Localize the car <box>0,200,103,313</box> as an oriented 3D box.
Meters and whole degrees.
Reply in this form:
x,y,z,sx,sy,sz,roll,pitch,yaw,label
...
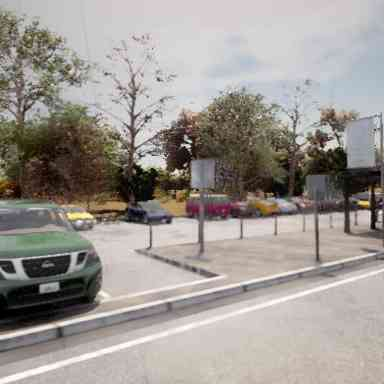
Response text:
x,y,z,sx,sy,sz,roll,pitch,yaw,label
-3.964,1.232,7.745,2.435,2.045,5.566,0,0,-36,car

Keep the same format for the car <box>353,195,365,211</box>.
x,y,z,sx,sy,sz,roll,pitch,yaw,label
17.020,1.404,38.924,2.163,1.488,4.792,0,0,-36,car

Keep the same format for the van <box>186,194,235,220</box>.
x,y,z,sx,sy,sz,roll,pitch,yaw,label
1.171,1.206,27.685,1.878,1.987,4.442,0,0,-36,van

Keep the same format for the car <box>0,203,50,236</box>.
x,y,z,sx,sy,sz,roll,pitch,yaw,label
-10.061,1.507,19.536,2.163,1.488,4.792,0,0,-36,car

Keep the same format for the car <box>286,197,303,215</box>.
x,y,z,sx,sy,sz,roll,pitch,yaw,label
8.012,1.446,32.437,2.002,1.452,4.674,0,0,-36,car

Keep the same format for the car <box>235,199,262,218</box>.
x,y,z,sx,sy,sz,roll,pitch,yaw,label
3.498,1.463,29.204,2.002,1.452,4.674,0,0,-36,car

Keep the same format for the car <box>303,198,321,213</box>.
x,y,z,sx,sy,sz,roll,pitch,yaw,label
10.249,1.272,34.080,2.185,1.767,4.553,0,0,-36,car

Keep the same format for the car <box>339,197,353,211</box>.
x,y,z,sx,sy,sz,roll,pitch,yaw,label
14.784,1.383,37.281,2.231,1.521,4.892,0,0,-36,car

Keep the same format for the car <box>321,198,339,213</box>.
x,y,z,sx,sy,sz,roll,pitch,yaw,label
12.521,1.390,35.675,2.097,1.535,5.008,0,0,-36,car

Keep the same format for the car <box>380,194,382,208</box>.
x,y,z,sx,sy,sz,roll,pitch,yaw,label
21.534,1.390,42.156,2.163,1.488,4.792,0,0,-36,car

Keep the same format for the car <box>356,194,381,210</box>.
x,y,z,sx,sy,sz,roll,pitch,yaw,label
19.401,1.364,40.364,1.946,1.575,5.366,0,0,-36,car

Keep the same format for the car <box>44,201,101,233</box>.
x,y,z,sx,sy,sz,roll,pitch,yaw,label
-7.680,1.466,20.977,1.946,1.575,5.366,0,0,-36,car

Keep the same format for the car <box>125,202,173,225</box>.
x,y,z,sx,sy,sz,roll,pitch,yaw,label
-3.256,1.480,24.337,2.163,1.488,4.792,0,0,-36,car

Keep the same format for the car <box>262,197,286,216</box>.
x,y,z,sx,sy,sz,roll,pitch,yaw,label
5.757,1.414,30.819,2.097,1.535,5.008,0,0,-36,car
